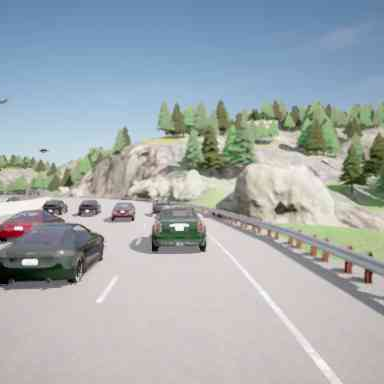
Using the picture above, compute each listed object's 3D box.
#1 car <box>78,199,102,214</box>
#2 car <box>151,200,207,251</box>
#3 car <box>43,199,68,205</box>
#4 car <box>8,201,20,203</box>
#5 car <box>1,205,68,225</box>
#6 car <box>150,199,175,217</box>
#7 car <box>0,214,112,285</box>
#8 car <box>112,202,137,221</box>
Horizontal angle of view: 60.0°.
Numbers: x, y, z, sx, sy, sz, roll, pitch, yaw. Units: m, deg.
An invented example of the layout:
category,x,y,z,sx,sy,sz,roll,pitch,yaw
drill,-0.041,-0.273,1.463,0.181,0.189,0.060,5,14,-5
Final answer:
category,x,y,z,sx,sy,sz,roll,pitch,yaw
car,-10.191,1.514,33.396,1.837,1.490,4.892,0,0,-10
car,-0.617,1.349,14.224,2.097,1.767,4.553,0,0,-4
car,-13.779,1.521,33.559,1.837,1.490,4.892,0,0,-11
car,-32.503,1.541,61.114,1.837,1.490,4.892,0,0,-20
car,-7.840,1.574,16.685,1.994,1.385,4.181,0,0,-5
car,-3.000,1.487,32.977,2.128,1.511,4.902,0,0,-10
car,-3.804,1.568,9.588,1.994,1.385,4.181,0,0,-3
car,-5.612,1.550,27.546,2.033,1.411,5.357,0,0,-9
